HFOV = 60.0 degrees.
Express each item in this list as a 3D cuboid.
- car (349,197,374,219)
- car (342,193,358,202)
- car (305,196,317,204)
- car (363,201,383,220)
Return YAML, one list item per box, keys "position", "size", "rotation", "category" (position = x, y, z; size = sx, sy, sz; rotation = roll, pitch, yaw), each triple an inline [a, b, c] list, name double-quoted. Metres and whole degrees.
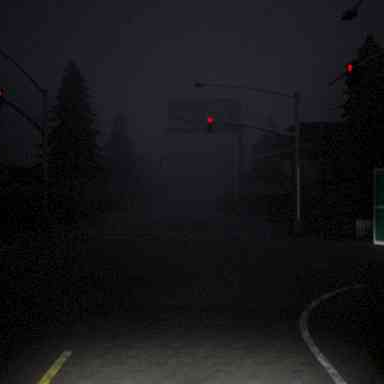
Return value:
- position: [14.377, 1.505, 25.035]
  size: [3.866, 1.878, 1.905]
  rotation: [0, 0, 0]
  category: "car"
- position: [34.933, 1.490, 71.885]
  size: [2.007, 1.523, 4.514]
  rotation: [0, 0, 0]
  category: "car"
- position: [22.526, 1.552, 64.098]
  size: [1.970, 1.475, 3.806]
  rotation: [0, 0, 0]
  category: "car"
- position: [18.706, 1.672, 30.703]
  size: [4.611, 1.667, 2.242]
  rotation: [0, 0, 0]
  category: "car"
